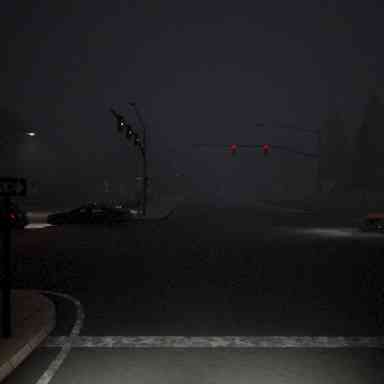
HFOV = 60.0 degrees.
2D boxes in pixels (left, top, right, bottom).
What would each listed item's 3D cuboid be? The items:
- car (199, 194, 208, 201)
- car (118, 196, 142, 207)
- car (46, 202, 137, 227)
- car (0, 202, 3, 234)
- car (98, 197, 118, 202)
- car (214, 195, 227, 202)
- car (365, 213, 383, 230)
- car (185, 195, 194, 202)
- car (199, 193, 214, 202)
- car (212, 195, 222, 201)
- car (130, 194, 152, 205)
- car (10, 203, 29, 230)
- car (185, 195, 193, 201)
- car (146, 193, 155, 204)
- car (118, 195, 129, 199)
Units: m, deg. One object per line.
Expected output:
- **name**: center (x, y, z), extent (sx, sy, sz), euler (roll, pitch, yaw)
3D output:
- **car**: center (2.767, 1.319, 83.515), extent (2.097, 1.767, 4.553), euler (0, 0, -1)
- **car**: center (-8.253, 1.601, 45.096), extent (1.895, 1.301, 4.718), euler (0, 0, -1)
- **car**: center (-6.708, 1.547, 22.121), extent (5.357, 1.411, 2.033), euler (0, 0, 0)
- **car**: center (-11.530, 1.352, 15.084), extent (4.553, 1.767, 2.097), euler (0, 0, 0)
- **car**: center (-11.752, 1.601, 44.967), extent (1.895, 1.301, 4.718), euler (0, 0, -1)
- **car**: center (6.419, 1.524, 73.508), extent (1.812, 1.442, 4.674), euler (0, 0, -1)
- **car**: center (12.421, 1.477, 18.753), extent (5.008, 1.535, 1.882), euler (0, 0, 0)
- **car**: center (-0.575, 1.478, 73.028), extent (1.882, 1.535, 5.008), euler (0, 0, -1)
- **car**: center (2.927, 1.225, 72.992), extent (2.150, 2.045, 5.566), euler (0, 0, -1)
- **car**: center (6.267, 1.481, 83.583), extent (2.128, 1.511, 4.902), euler (0, 0, -1)
- **car**: center (-8.391, 1.547, 54.741), extent (2.033, 1.411, 5.357), euler (0, 0, -1)
- **car**: center (-11.717, 1.352, 18.584), extent (4.553, 1.767, 2.097), euler (0, 0, 0)
- **car**: center (-0.732, 1.504, 83.467), extent (1.994, 1.385, 4.181), euler (0, 0, -1)
- **car**: center (-8.497, 1.221, 65.447), extent (2.150, 2.045, 5.566), euler (0, 0, 0)
- **car**: center (-11.876, 1.526, 53.868), extent (1.812, 1.442, 4.674), euler (0, 0, -1)
